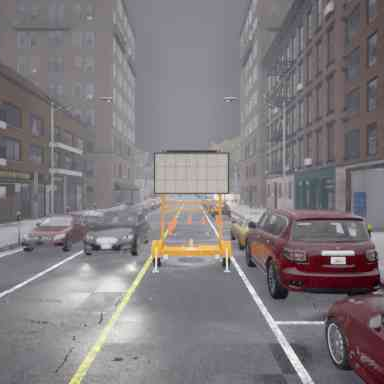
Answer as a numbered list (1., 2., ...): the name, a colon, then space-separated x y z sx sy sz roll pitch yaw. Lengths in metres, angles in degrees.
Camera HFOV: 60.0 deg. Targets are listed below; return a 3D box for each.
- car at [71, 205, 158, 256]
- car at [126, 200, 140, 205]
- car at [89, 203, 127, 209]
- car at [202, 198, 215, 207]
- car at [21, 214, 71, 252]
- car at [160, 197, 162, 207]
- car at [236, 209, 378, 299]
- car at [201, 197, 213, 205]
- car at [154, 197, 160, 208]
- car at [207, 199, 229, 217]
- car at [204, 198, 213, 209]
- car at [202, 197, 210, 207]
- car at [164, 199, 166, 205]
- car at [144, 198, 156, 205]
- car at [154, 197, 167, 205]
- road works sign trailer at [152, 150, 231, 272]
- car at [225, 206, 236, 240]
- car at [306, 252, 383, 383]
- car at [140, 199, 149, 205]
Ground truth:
1. car: -2.765 1.492 13.158 2.128 1.511 4.902 0 0 0
2. car: -5.419 1.545 24.908 1.887 1.381 4.507 0 0 0
3. car: -5.412 1.551 19.389 2.008 1.369 4.403 0 0 0
4. car: 2.570 1.596 52.513 1.802 1.307 4.206 0 0 0
5. car: -5.405 1.582 13.869 1.802 1.307 4.206 0 0 0
6. car: -5.448 1.535 46.812 1.752 1.417 4.829 0 0 0
7. car: 2.627 1.315 8.368 2.192 1.841 5.009 0 0 0
8. car: 2.563 1.584 58.032 1.947 1.339 4.313 0 0 0
9. car: -5.441 1.446 41.463 1.967 1.590 4.097 0 0 0
10. car: 2.599 1.583 30.441 1.802 1.307 4.206 0 0 0
11. car: 2.591 1.584 35.958 1.802 1.307 4.206 0 0 0
12. car: 2.584 1.531 41.647 1.752 1.417 4.829 0 0 0
13. car: -5.456 1.454 52.501 1.967 1.590 4.097 0 0 0
14. car: -5.434 1.553 35.944 2.008 1.369 4.403 0 0 0
15. car: -5.463 1.601 58.020 1.802 1.307 4.206 0 0 0
16. road works sign trailer: -0.014 0.464 10.731 2.380 3.560 2.880 0 0 0
17. car: 2.616 1.525 14.054 1.752 1.417 4.829 0 0 0
18. car: 2.634 1.582 2.849 1.802 1.307 4.206 0 0 0
19. car: -5.426 1.567 30.426 1.947 1.339 4.313 0 0 0
